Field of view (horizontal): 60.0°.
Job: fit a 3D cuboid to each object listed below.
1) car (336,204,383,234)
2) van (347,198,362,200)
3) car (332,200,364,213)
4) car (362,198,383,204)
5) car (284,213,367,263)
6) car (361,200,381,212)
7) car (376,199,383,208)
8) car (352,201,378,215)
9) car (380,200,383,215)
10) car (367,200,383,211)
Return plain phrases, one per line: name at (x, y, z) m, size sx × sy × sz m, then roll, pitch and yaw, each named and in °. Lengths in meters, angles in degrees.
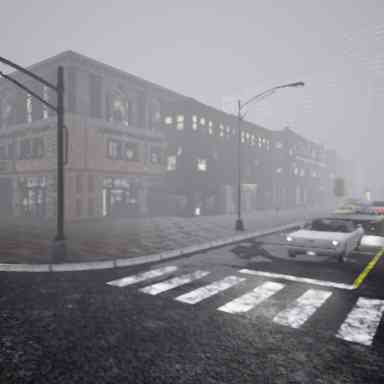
car at (10.323, 1.669, 19.958) m, size 1.994 × 1.385 × 4.181 m, roll 0°, pitch 0°, yaw 36°
van at (16.560, 1.516, 33.375) m, size 1.690 × 1.788 × 3.998 m, roll 0°, pitch 0°, yaw 35°
car at (13.289, 1.672, 28.712) m, size 1.752 × 1.417 × 4.829 m, roll 0°, pitch 0°, yaw 35°
car at (16.128, 1.506, 28.224) m, size 2.097 × 1.767 × 4.553 m, roll 0°, pitch 0°, yaw 35°
car at (5.075, 1.665, 12.496) m, size 1.895 × 1.301 × 4.718 m, roll 0°, pitch 0°, yaw 35°
car at (22.812, 1.758, 42.281) m, size 1.752 × 1.417 × 4.829 m, roll 0°, pitch 0°, yaw 35°
car at (32.434, 1.876, 55.990) m, size 2.008 × 1.369 × 4.403 m, roll 0°, pitch -1°, yaw 35°
car at (19.736, 1.754, 37.897) m, size 2.008 × 1.369 × 4.403 m, roll 0°, pitch 0°, yaw 35°
car at (21.996, 1.683, 36.527) m, size 1.882 × 1.535 × 5.008 m, roll 0°, pitch 0°, yaw 36°
car at (26.085, 1.814, 46.944) m, size 2.008 × 1.369 × 4.403 m, roll 0°, pitch -1°, yaw 35°
